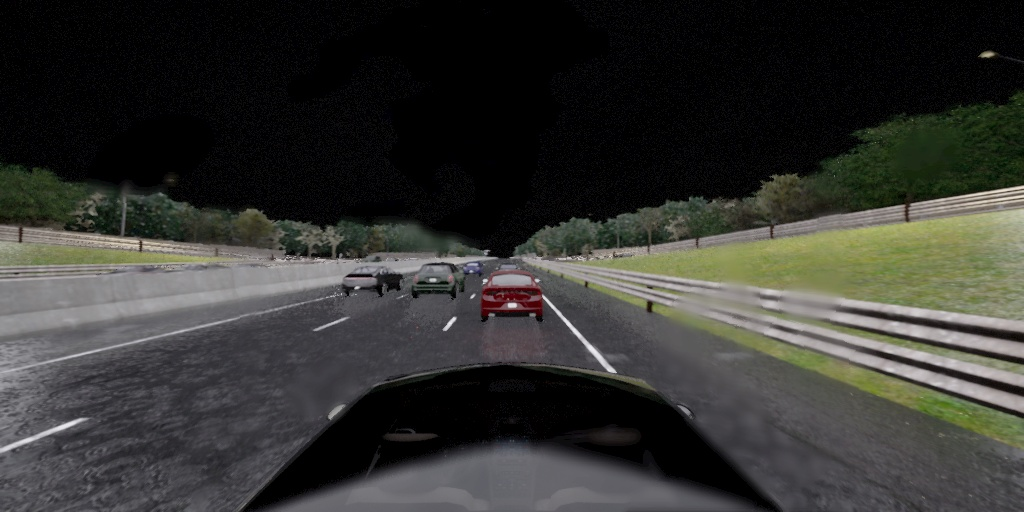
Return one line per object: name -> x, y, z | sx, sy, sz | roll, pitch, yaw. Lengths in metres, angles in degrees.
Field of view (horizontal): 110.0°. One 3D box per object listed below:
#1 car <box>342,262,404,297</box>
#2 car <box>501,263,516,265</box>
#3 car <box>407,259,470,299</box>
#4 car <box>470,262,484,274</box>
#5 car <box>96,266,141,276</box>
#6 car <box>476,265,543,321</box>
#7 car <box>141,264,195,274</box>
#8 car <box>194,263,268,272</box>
car -> -7.115, 1.254, 18.832 | 2.128, 1.511, 4.902 | 0, 0, -1
car -> -0.284, 1.307, 29.934 | 2.033, 1.411, 5.357 | 0, 0, -1
car -> -3.608, 1.113, 18.377 | 2.097, 1.767, 4.553 | 0, 0, -1
car -> -3.885, 1.285, 36.352 | 1.812, 1.442, 4.674 | 0, 0, -1
car -> -24.889, 1.334, 23.843 | 1.994, 1.385, 4.181 | 0, 0, -1
car -> -0.024, 1.236, 12.556 | 1.882, 1.535, 5.008 | 0, 0, -1
car -> -21.395, 1.260, 24.285 | 2.128, 1.511, 4.902 | 0, 0, -1
car -> -17.895, 1.315, 24.142 | 2.033, 1.411, 5.357 | 0, 0, -1
